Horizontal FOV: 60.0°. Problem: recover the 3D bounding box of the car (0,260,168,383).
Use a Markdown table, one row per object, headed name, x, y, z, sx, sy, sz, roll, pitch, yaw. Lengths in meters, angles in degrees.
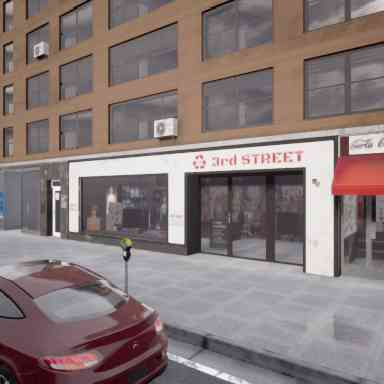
| name | x | y | z | sx | sy | sz | roll | pitch | yaw |
| --- | --- | --- | --- | --- | --- | --- | --- | --- | --- |
| car | -2.202 | 1.582 | 4.386 | 4.206 | 1.307 | 1.802 | 0 | 0 | 36 |
